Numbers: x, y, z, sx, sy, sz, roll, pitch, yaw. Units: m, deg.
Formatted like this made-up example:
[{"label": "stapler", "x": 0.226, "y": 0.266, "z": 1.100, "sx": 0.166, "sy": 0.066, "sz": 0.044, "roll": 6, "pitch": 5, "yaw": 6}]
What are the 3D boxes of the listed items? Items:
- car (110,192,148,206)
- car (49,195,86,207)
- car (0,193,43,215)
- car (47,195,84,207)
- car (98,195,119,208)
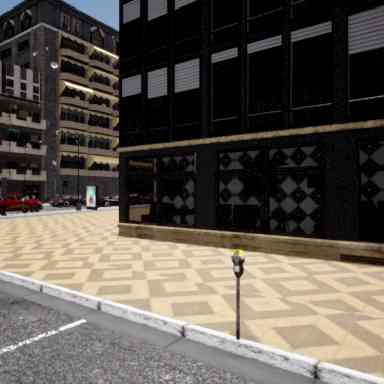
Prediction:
[{"label": "car", "x": -8.226, "y": 0.876, "z": 43.848, "sx": 1.882, "sy": 1.535, "sz": 5.008, "roll": 0, "pitch": 1, "yaw": 35}, {"label": "car", "x": -14.666, "y": 1.082, "z": 40.247, "sx": 1.994, "sy": 1.385, "sz": 4.181, "roll": 0, "pitch": 1, "yaw": 35}, {"label": "car", "x": -15.608, "y": 1.029, "z": 28.786, "sx": 2.192, "sy": 1.841, "sz": 5.009, "roll": 1, "pitch": 2, "yaw": 35}, {"label": "car", "x": -16.133, "y": 1.074, "z": 42.636, "sx": 1.802, "sy": 1.307, "sz": 4.206, "roll": 1, "pitch": 2, "yaw": 35}, {"label": "car", "x": -9.237, "y": 1.072, "z": 37.874, "sx": 1.947, "sy": 1.339, "sz": 4.313, "roll": 1, "pitch": 2, "yaw": 35}]
